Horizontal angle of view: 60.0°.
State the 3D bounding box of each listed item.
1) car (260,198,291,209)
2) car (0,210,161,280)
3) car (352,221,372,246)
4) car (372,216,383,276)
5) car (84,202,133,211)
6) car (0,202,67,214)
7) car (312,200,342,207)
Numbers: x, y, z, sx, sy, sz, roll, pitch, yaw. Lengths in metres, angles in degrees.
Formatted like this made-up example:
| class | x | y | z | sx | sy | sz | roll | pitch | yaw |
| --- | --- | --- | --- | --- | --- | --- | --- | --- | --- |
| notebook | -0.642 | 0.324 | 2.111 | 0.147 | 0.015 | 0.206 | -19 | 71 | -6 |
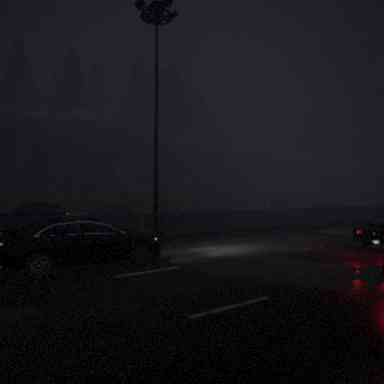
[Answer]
| class | x | y | z | sx | sy | sz | roll | pitch | yaw |
| --- | --- | --- | --- | --- | --- | --- | --- | --- | --- |
| car | 11.572 | 1.644 | 45.913 | 4.892 | 1.490 | 1.837 | 1 | 0 | -35 |
| car | -3.271 | 1.498 | 9.989 | 4.902 | 1.511 | 2.128 | 0 | 0 | -35 |
| car | 8.989 | 1.665 | 14.208 | 4.718 | 1.301 | 1.895 | 0 | 0 | -34 |
| car | 6.940 | 1.396 | 8.550 | 4.553 | 1.767 | 2.097 | 0 | 0 | -35 |
| car | -7.196 | 1.592 | 28.811 | 4.181 | 1.385 | 1.994 | 0 | 0 | -35 |
| car | -9.353 | 1.350 | 18.782 | 4.553 | 1.767 | 2.097 | 0 | 0 | -35 |
| car | 16.607 | 1.713 | 40.885 | 4.181 | 1.385 | 1.994 | 0 | 0 | -35 |
